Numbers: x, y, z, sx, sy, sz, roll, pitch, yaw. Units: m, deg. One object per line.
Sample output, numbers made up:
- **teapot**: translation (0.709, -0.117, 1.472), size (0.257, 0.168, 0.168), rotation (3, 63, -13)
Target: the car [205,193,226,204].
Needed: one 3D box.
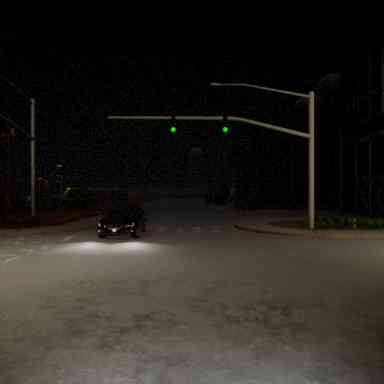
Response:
- **car**: translation (4.234, 1.139, 59.927), size (1.905, 1.878, 3.866), rotation (-8, 3, -42)

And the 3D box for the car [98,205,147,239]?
- **car**: translation (-3.479, 1.456, 17.336), size (1.837, 1.490, 4.892), rotation (0, 0, 0)
